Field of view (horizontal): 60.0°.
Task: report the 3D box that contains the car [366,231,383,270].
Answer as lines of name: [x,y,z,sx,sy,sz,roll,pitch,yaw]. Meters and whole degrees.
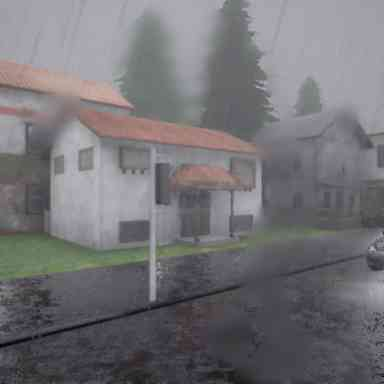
car: [7.248,1.638,10.440,4.674,1.442,1.812,0,-1,-39]
